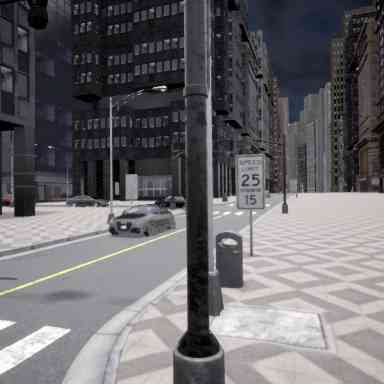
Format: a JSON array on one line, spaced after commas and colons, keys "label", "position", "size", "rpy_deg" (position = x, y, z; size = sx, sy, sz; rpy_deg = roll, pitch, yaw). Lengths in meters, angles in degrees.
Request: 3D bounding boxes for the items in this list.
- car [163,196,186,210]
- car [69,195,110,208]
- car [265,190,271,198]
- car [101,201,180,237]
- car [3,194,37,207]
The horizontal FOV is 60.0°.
[{"label": "car", "position": [-1.310, 1.109, 33.438], "size": [4.718, 1.301, 1.895], "rpy_deg": [0, 0, 33]}, {"label": "car", "position": [-11.739, 1.110, 38.031], "size": [4.892, 1.490, 1.837], "rpy_deg": [0, 0, 19]}, {"label": "car", "position": [14.699, 0.442, 66.806], "size": [1.837, 1.490, 4.892], "rpy_deg": [-1, 1, 19]}, {"label": "car", "position": [-2.416, 1.352, 16.780], "size": [1.994, 1.385, 4.181], "rpy_deg": [-1, 1, 19]}, {"label": "car", "position": [-21.661, 1.056, 41.438], "size": [4.553, 1.767, 2.097], "rpy_deg": [-1, 0, 19]}]
